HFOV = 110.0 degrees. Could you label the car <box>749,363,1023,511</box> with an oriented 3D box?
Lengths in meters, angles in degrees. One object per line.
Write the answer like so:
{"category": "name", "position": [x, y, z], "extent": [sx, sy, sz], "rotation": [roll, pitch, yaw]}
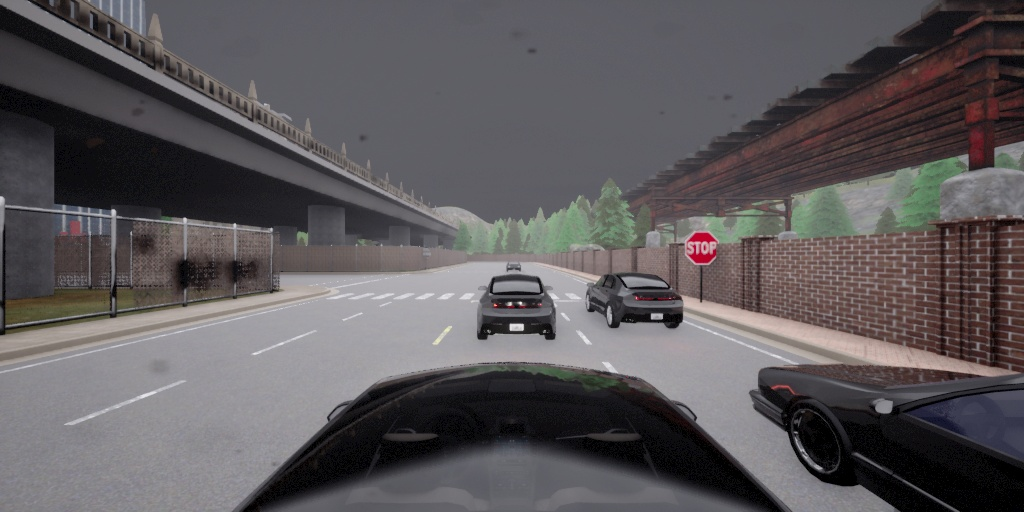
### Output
{"category": "car", "position": [3.600, 1.297, 1.570], "extent": [2.033, 1.411, 5.357], "rotation": [0, 0, 0]}

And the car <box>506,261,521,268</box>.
{"category": "car", "position": [0.212, 1.351, 46.249], "extent": [1.895, 1.301, 4.718], "rotation": [0, 0, -1]}

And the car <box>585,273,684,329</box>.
{"category": "car", "position": [3.606, 1.255, 11.316], "extent": [1.837, 1.490, 4.892], "rotation": [0, 0, 0]}

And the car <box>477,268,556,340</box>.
{"category": "car", "position": [0.104, 1.255, 9.959], "extent": [1.837, 1.490, 4.892], "rotation": [0, 0, 0]}
